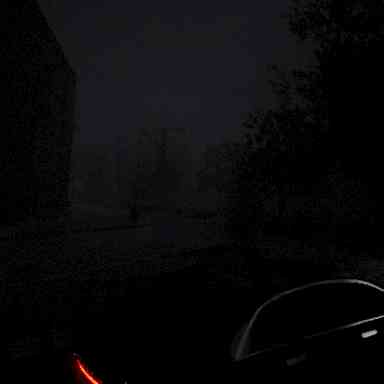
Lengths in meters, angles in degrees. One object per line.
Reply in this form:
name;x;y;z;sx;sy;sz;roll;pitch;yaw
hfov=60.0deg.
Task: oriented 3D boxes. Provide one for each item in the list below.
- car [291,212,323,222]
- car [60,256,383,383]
car;18.053;3.845;52.102;4.902;1.511;2.128;3;-2;-8
car;1.133;1.523;3.784;4.892;1.490;1.837;0;0;-33
